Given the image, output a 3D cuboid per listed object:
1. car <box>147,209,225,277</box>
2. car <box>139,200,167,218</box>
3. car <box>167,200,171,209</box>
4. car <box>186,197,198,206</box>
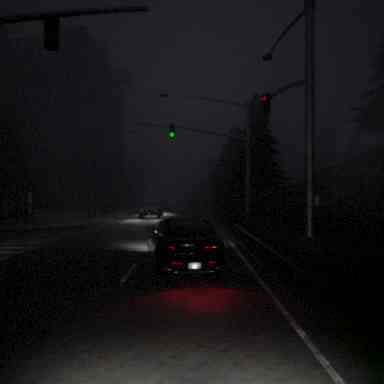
[{"bbox_3d":[-0.305,1.510,10.367,1.837,1.490,4.892,1,0,-9],"label":"car"},{"bbox_3d":[-3.612,1.541,30.081,1.812,1.442,4.674,0,0,0],"label":"car"},{"bbox_3d":[-3.633,1.621,39.926,1.895,1.301,4.718,0,0,0],"label":"car"},{"bbox_3d":[0.040,1.506,54.880,1.882,1.535,5.008,0,0,0],"label":"car"}]
